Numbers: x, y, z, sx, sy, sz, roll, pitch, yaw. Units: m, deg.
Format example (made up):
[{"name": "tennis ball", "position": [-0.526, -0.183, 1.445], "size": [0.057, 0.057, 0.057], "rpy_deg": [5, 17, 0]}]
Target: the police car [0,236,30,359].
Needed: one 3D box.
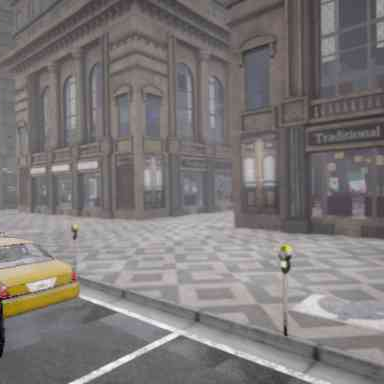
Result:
[{"name": "police car", "position": [-4.545, 1.463, 4.862], "size": [5.238, 1.638, 1.930], "rpy_deg": [-1, 1, 41]}]

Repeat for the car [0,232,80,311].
[{"name": "car", "position": [-4.247, 1.536, 7.068], "size": [4.829, 1.417, 1.752], "rpy_deg": [-1, 1, 41]}]
